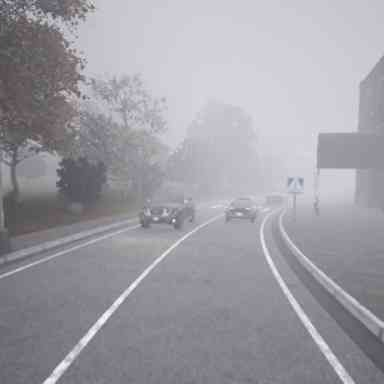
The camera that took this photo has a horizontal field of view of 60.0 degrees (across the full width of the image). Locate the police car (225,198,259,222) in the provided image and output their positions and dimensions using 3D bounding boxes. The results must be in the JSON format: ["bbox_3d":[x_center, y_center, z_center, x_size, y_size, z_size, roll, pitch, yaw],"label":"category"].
[{"bbox_3d":[3.696,1.213,23.758,2.038,1.542,4.974,2,2,15],"label":"police car"}]

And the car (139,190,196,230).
[{"bbox_3d":[-1.227,0.951,19.490,2.150,2.045,5.566,1,1,13],"label":"car"}]

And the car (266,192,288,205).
[{"bbox_3d":[10.529,0.733,40.962,1.882,1.535,5.008,3,3,27],"label":"car"}]
